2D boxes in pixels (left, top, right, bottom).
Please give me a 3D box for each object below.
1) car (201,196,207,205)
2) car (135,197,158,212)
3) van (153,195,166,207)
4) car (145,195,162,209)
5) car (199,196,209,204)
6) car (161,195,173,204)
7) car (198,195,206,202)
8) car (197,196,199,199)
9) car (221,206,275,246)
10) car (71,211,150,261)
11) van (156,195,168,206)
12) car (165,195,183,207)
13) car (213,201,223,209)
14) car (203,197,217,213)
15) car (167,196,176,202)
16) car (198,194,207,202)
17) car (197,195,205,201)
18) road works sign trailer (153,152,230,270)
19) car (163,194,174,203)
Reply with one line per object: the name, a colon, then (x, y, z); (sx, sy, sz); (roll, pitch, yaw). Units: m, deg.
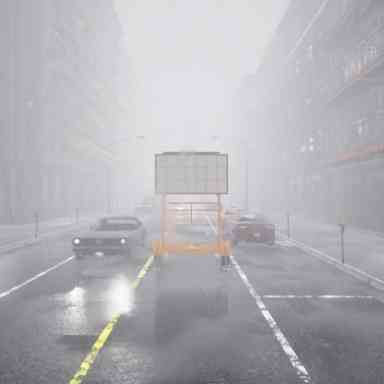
car: (2.562, 1.633, 43.002); (2.008, 1.369, 4.403); (1, 0, 0)
car: (-5.314, 1.592, 37.359); (1.752, 1.417, 4.829); (2, 0, 0)
van: (-5.319, 1.458, 54.120); (1.690, 1.788, 3.998); (2, 0, 0)
car: (-5.312, 1.397, 43.062); (2.192, 1.841, 5.009); (2, 0, 0)
car: (2.557, 1.624, 70.656); (1.967, 1.590, 4.097); (1, 0, 0)
car: (-5.328, 1.499, 70.713); (2.192, 1.841, 5.009); (1, 0, 0)
car: (2.553, 1.682, 59.594); (1.887, 1.381, 4.507); (1, 0, 0)
car: (2.550, 1.704, 65.124); (1.887, 1.381, 4.507); (1, 0, 0)
car: (2.577, 1.563, 15.348); (1.887, 1.381, 4.507); (1, 0, 0)
car: (-2.856, 1.614, 12.480); (1.895, 1.301, 4.718); (0, 0, 0)
van: (-5.322, 1.479, 59.652); (1.690, 1.788, 3.998); (1, 0, 0)
car: (-2.870, 1.592, 53.513); (1.882, 1.535, 5.008); (0, 0, 0)
car: (2.575, 1.553, 21.050); (1.752, 1.417, 4.829); (1, 0, 0)
car: (2.565, 1.612, 37.470); (1.887, 1.381, 4.507); (1, 0, 0)
car: (-5.343, 1.828, 87.304); (1.947, 1.339, 4.313); (1, 0, 0)
car: (2.512, 1.549, 81.718); (2.192, 1.841, 5.009); (1, 0, 0)
car: (2.503, 1.732, 92.781); (1.967, 1.590, 4.097); (1, 0, 0)
road works sign trailer: (-0.017, 0.475, 11.018); (2.380, 3.560, 2.880); (0, 0, 0)
car: (-5.331, 1.524, 76.243); (2.192, 1.841, 5.009); (1, 0, 0)
